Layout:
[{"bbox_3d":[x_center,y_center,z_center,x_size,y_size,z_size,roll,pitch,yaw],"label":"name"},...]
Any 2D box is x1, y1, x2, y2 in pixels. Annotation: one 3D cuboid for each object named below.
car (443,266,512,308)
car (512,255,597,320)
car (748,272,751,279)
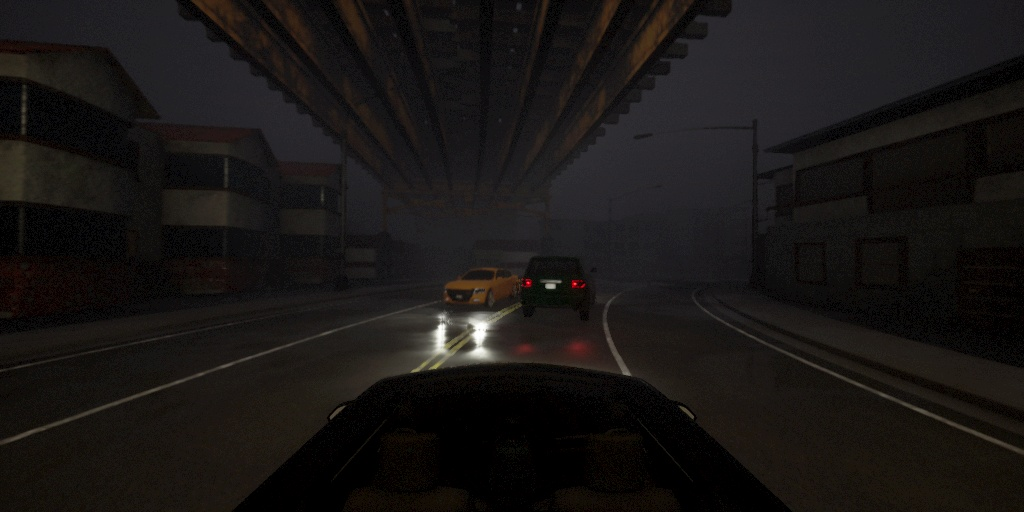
[{"bbox_3d":[-1.163,1.237,15.596,1.882,1.535,5.008,0,0,19],"label":"car"},{"bbox_3d":[1.852,0.993,13.153,2.150,2.045,5.566,0,0,15],"label":"car"},{"bbox_3d":[33.748,2.438,47.452,5.008,1.535,1.882,2,-1,-12],"label":"car"}]
